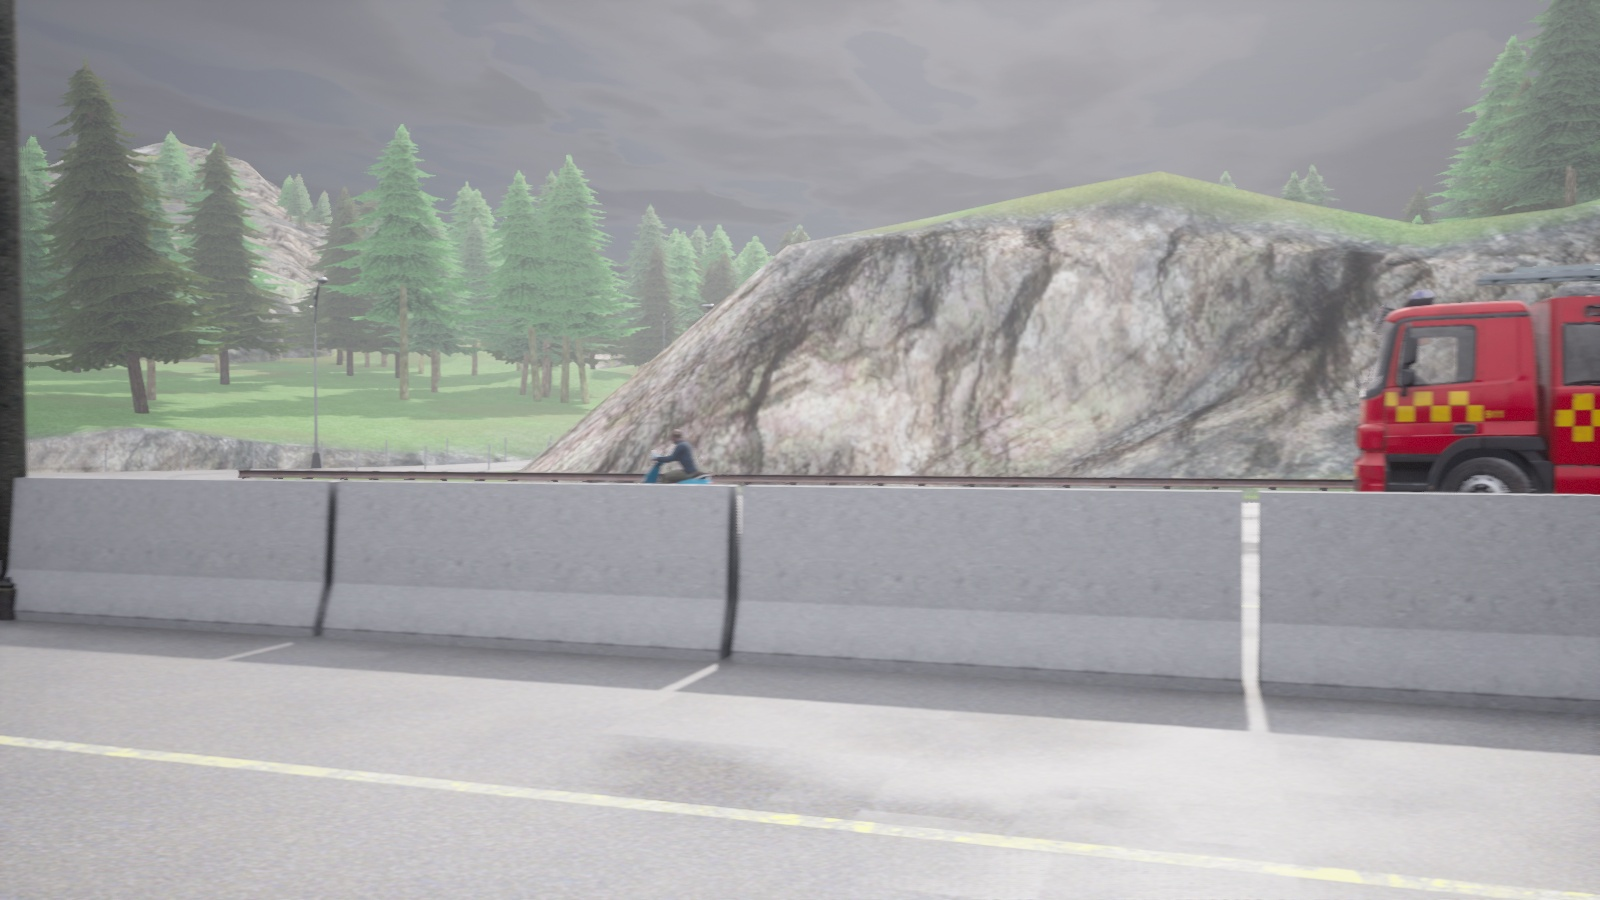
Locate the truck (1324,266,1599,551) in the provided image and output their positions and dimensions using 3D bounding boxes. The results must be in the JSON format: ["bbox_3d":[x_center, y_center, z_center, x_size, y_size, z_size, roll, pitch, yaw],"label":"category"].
[{"bbox_3d":[12.064,-0.578,17.841,8.468,3.827,2.891,1,2,23],"label":"truck"}]

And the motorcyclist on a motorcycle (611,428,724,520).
[{"bbox_3d":[-2.368,0.412,22.451,1.817,1.590,0.866,1,1,19],"label":"motorcyclist on a motorcycle"}]
